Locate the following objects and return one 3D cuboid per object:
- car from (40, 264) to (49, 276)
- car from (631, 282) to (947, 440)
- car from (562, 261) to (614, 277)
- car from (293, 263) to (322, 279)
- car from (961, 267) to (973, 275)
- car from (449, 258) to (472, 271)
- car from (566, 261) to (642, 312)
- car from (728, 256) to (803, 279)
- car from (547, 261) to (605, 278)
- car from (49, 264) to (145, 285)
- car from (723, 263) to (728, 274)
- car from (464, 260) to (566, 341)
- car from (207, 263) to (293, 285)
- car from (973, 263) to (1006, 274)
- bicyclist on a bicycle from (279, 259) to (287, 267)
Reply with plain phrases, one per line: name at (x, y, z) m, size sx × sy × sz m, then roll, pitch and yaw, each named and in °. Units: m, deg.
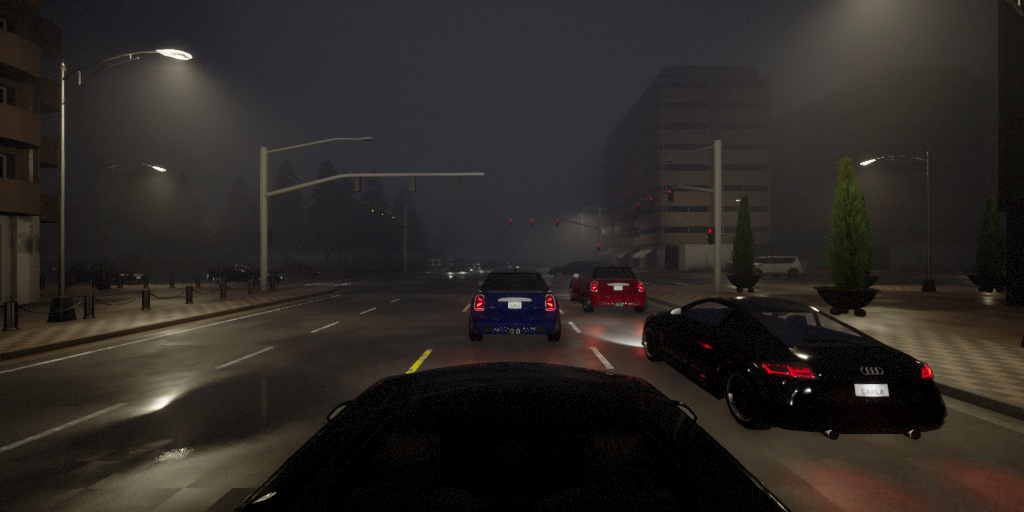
car at (-49.538, 1.353, 36.265) m, size 5.357 × 1.411 × 2.033 m, roll 0°, pitch 0°, yaw 0°
car at (3.604, 1.314, 5.602) m, size 1.994 × 1.385 × 4.181 m, roll 0°, pitch 0°, yaw 0°
car at (7.680, 1.284, 36.575) m, size 4.892 × 1.490 × 1.837 m, roll 1°, pitch 0°, yaw 0°
car at (-19.998, 1.331, 32.948) m, size 4.674 × 1.442 × 1.812 m, roll 0°, pitch 0°, yaw 0°
car at (49.198, 1.406, 36.692) m, size 4.718 × 1.301 × 1.895 m, roll 0°, pitch 0°, yaw 0°
car at (-6.936, 1.102, 47.459) m, size 2.097 × 1.767 × 4.553 m, roll 0°, pitch 0°, yaw 2°
car at (3.598, 1.102, 14.242) m, size 2.097 × 1.767 × 4.553 m, roll 0°, pitch 0°, yaw 0°
car at (23.618, 1.026, 33.145) m, size 5.566 × 2.045 × 2.150 m, roll 0°, pitch 0°, yaw 0°
car at (5.867, 1.236, 33.065) m, size 5.008 × 1.535 × 1.882 m, roll 0°, pitch 0°, yaw 0°
car at (-29.222, 1.297, 25.709) m, size 4.902 × 1.511 × 2.128 m, roll 0°, pitch 0°, yaw 0°
car at (24.734, 1.026, 36.650) m, size 5.566 × 2.045 × 2.150 m, roll 0°, pitch 0°, yaw 0°
car at (0.078, 1.102, 10.012) m, size 2.097 × 1.767 × 4.553 m, roll 0°, pitch 0°, yaw 0°
car at (-19.010, 1.297, 25.754) m, size 4.902 × 1.511 × 2.128 m, roll 0°, pitch 0°, yaw 0°
car at (46.489, 1.331, 33.204) m, size 4.674 × 1.442 × 1.812 m, roll 0°, pitch 0°, yaw 0°
bicyclist on a bicycle at (-25.635, 1.106, 40.208) m, size 0.582 × 1.620 × 1.656 m, roll 0°, pitch 0°, yaw 0°
